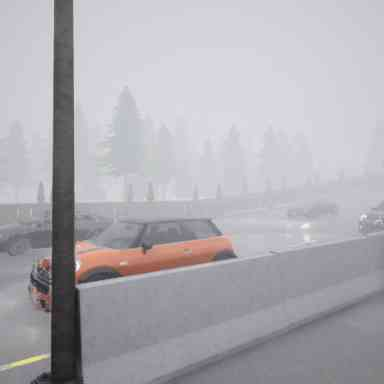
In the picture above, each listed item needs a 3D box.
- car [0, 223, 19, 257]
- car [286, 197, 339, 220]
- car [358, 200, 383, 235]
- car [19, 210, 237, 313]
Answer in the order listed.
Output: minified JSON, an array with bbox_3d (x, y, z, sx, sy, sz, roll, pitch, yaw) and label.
[{"bbox_3d":[-5.383,1.493,13.124,4.902,1.511,2.128,0,0,-38],"label":"car"},{"bbox_3d":[8.767,1.097,23.942,4.674,1.442,1.812,-4,2,-37],"label":"car"},{"bbox_3d":[10.017,1.121,16.143,4.553,1.767,2.097,-3,2,-37],"label":"car"},{"bbox_3d":[-1.139,1.351,7.555,4.553,1.767,2.097,0,0,-38],"label":"car"}]
